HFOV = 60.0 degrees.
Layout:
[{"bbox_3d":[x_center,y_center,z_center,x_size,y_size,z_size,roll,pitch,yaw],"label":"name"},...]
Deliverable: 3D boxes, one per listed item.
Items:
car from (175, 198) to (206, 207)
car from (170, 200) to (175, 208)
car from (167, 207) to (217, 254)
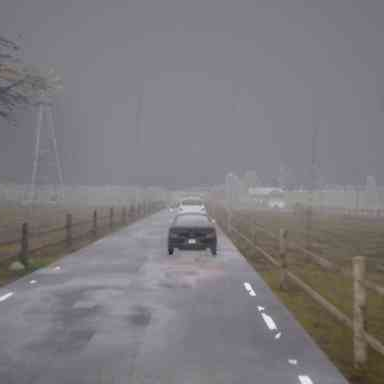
[{"bbox_3d":[0.012,1.494,27.601,2.150,2.045,5.566,0,0,0],"label":"car"},{"bbox_3d":[-2.809,2.239,58.767,1.837,1.490,4.892,0,-1,0],"label":"car"},{"bbox_3d":[0.032,1.615,14.253,1.882,1.535,5.008,0,0,1],"label":"car"}]
